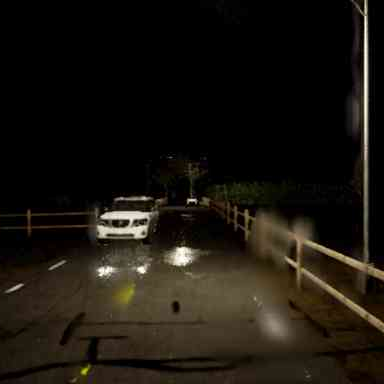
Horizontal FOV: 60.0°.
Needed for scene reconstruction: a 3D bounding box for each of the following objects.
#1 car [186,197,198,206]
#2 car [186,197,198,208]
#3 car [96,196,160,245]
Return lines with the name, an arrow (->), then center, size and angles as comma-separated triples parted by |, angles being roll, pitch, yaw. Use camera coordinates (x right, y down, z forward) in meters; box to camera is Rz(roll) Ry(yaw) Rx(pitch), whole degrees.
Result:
car -> 0.014, 1.722, 62.214 | 2.128, 1.511, 4.902 | 0, -1, 0
car -> 0.012, 1.746, 52.234 | 1.895, 1.301, 4.718 | 0, 0, 0
car -> -2.819, 1.226, 15.843 | 2.150, 2.045, 5.566 | 0, 0, 0
